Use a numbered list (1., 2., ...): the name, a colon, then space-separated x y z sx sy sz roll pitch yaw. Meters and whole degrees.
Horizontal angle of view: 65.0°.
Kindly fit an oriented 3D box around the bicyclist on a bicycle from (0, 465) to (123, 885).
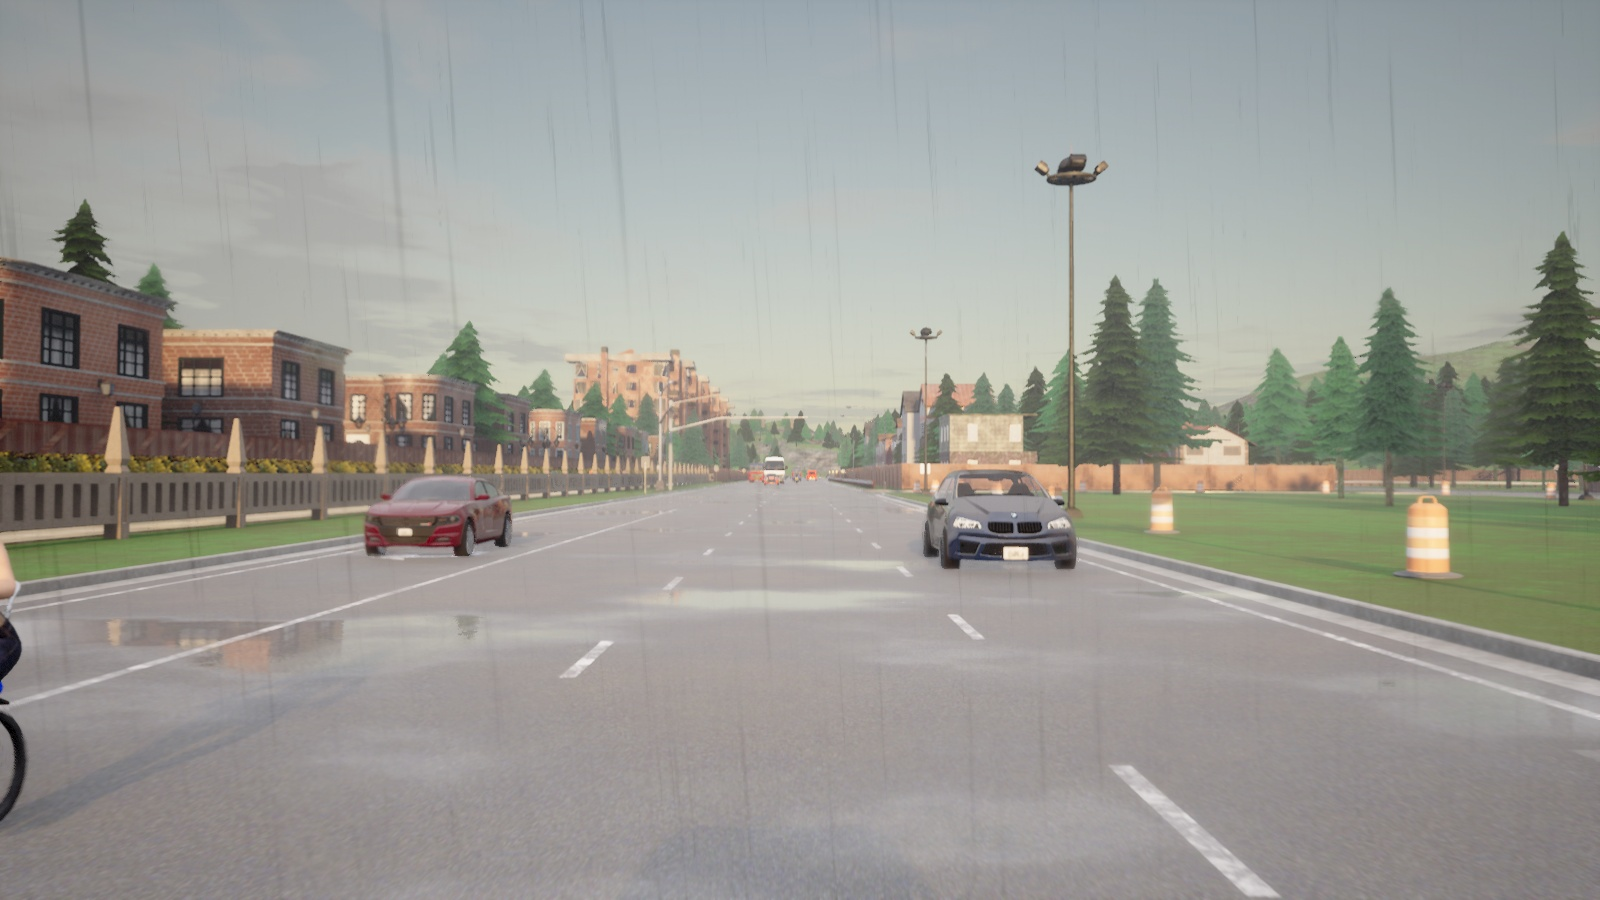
1. bicyclist on a bicycle: -3.507 0.867 4.934 0.866 1.612 1.509 0 -1 0

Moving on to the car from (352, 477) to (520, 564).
1. car: -7.061 1.316 24.924 1.882 1.535 5.008 0 -1 0

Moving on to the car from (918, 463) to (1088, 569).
1. car: 3.445 1.088 22.242 2.242 1.667 4.611 0 -1 0
